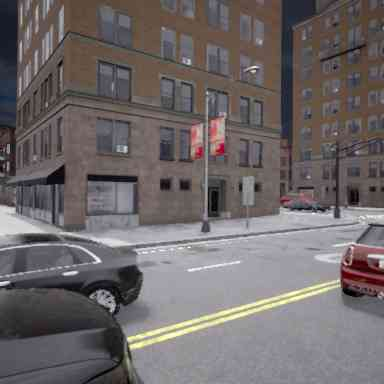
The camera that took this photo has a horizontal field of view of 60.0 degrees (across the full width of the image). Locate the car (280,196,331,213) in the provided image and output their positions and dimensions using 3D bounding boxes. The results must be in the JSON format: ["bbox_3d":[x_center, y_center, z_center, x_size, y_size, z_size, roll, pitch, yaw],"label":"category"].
[{"bbox_3d":[12.786,1.504,37.437,2.033,1.411,5.357,1,0,-36],"label":"car"}]

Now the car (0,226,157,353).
[{"bbox_3d":[-3.172,1.506,5.426,4.892,1.490,1.837,0,0,-36],"label":"car"}]

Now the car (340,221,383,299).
[{"bbox_3d":[5.301,1.364,7.326,4.553,1.767,2.097,0,0,-36],"label":"car"}]

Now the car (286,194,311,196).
[{"bbox_3d":[14.266,1.250,46.790,2.150,2.045,5.566,1,0,-36],"label":"car"}]

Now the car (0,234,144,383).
[{"bbox_3d":[-2.867,1.219,1.390,5.566,2.045,2.150,0,0,-36],"label":"car"}]
